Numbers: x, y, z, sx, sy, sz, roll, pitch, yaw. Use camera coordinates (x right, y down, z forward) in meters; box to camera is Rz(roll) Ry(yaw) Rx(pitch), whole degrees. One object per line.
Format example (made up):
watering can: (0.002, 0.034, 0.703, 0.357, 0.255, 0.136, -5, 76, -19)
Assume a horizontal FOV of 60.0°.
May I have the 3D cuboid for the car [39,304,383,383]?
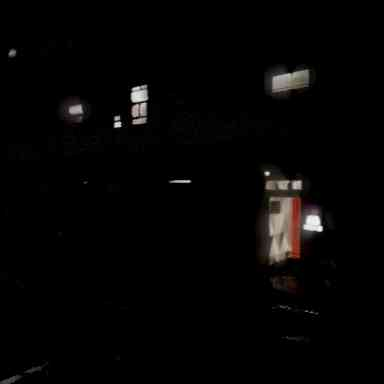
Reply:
car: (0.546, 1.586, 2.471, 4.206, 1.307, 1.802, 0, 1, 35)
